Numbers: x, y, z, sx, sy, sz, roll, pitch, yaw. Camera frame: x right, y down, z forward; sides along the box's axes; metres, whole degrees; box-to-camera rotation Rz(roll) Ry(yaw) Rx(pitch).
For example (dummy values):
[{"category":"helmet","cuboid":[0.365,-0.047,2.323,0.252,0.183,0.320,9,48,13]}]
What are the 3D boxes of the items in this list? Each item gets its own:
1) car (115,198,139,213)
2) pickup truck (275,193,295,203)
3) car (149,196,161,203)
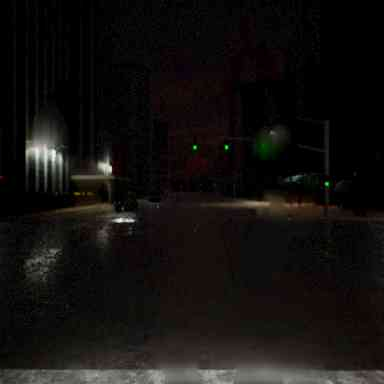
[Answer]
[{"category":"car","cuboid":[-6.847,1.384,35.313,2.128,1.511,4.902,0,0,0]},{"category":"pickup truck","cuboid":[16.883,0.865,60.031,2.390,2.098,6.274,0,0,31]},{"category":"car","cuboid":[-6.734,1.401,60.870,1.895,1.301,4.718,0,0,0]}]
